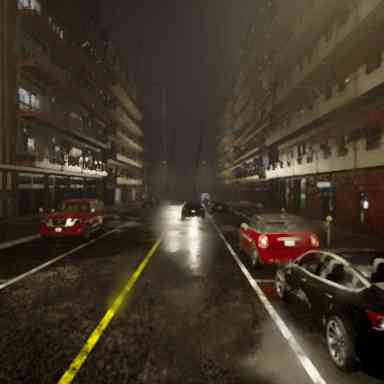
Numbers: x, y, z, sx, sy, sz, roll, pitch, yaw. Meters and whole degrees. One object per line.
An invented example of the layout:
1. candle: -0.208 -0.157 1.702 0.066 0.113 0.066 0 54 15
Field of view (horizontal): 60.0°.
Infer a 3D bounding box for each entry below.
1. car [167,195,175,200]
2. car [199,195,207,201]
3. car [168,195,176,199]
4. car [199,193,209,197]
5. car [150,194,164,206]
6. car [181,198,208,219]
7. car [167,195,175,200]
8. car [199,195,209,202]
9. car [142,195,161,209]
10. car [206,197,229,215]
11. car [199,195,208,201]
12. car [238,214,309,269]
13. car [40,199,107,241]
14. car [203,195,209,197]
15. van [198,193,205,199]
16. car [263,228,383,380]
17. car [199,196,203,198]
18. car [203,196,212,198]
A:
1. car: -5.692 1.427 83.932 1.947 1.339 4.313 -1 0 0
2. car: 2.688 1.426 83.902 1.947 1.339 4.313 -1 0 0
3. car: -5.691 1.427 95.136 1.802 1.307 4.206 -1 0 0
4. car: 2.684 1.344 55.893 1.967 1.590 4.097 -1 0 0
5. car: -5.699 1.229 50.320 2.192 1.841 5.009 -1 0 0
6. car: 0.103 1.514 28.701 1.994 1.385 4.181 0 0 0
7. car: -5.692 1.398 89.534 1.887 1.381 4.507 -1 0 0
8. car: 2.687 1.428 72.698 2.008 1.369 4.403 -1 0 0
9. car: -5.696 1.474 44.718 2.008 1.369 4.403 -1 0 0
10. car: 2.683 1.507 33.484 1.947 1.339 4.313 -1 0 0
11. car: 2.687 1.414 78.300 1.887 1.381 4.507 -1 0 0
12. car: 2.679 1.420 11.076 1.967 1.590 4.097 -1 0 0
13. car: -5.702 1.286 16.708 2.192 1.841 5.009 -1 0 0
14. car: 2.684 1.448 44.859 1.752 1.417 4.829 -1 0 0
15. van: 2.686 1.185 95.106 1.690 1.788 3.998 -1 0 0
16. car: 2.680 1.556 5.474 1.947 1.339 4.313 -1 0 0
17. car: 0.104 1.523 44.827 1.895 1.301 4.718 0 0 0
18. car: 2.683 1.483 39.087 2.008 1.369 4.403 -1 0 0
